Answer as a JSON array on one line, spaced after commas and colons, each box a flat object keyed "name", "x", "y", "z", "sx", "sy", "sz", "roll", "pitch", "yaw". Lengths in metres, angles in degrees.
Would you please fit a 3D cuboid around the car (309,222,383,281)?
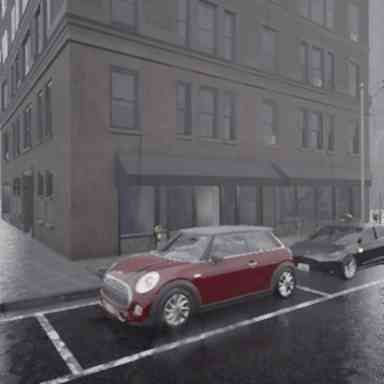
[{"name": "car", "x": 4.714, "y": 1.616, "z": 10.024, "sx": 4.313, "sy": 1.339, "sz": 1.947, "roll": 0, "pitch": -1, "yaw": -35}]

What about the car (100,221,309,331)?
[{"name": "car", "x": 0.232, "y": 1.461, "z": 6.828, "sx": 4.097, "sy": 1.590, "sz": 1.967, "roll": 0, "pitch": -1, "yaw": -35}]
